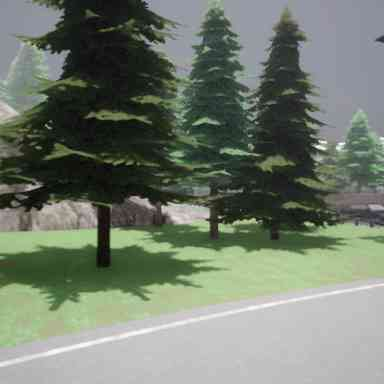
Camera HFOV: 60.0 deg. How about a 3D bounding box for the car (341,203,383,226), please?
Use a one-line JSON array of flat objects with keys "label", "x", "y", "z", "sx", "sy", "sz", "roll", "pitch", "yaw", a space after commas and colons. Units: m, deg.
[{"label": "car", "x": 12.608, "y": 1.522, "z": 23.565, "sx": 1.812, "sy": 1.442, "sz": 4.674, "roll": 0, "pitch": 0, "yaw": -19}]
